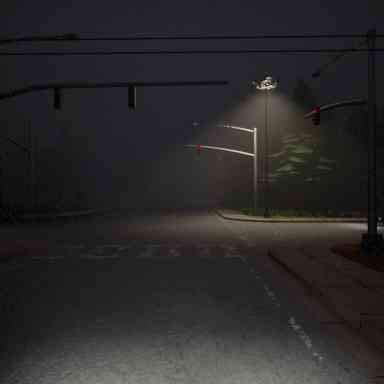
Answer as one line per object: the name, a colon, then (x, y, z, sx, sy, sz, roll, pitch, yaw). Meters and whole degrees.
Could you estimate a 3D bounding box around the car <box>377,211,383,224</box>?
car: (14.895, 1.513, 22.079, 4.892, 1.490, 1.837, 0, 0, 1)
